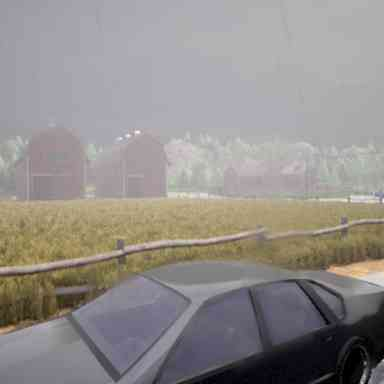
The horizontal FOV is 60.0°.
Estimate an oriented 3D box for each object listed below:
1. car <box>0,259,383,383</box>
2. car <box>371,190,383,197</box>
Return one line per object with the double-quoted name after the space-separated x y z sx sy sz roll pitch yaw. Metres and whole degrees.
0.115 1.527 3.501 5.357 1.411 2.033 -1 0 -33 "car"
40.053 0.319 68.097 2.242 1.667 4.611 -1 1 -32 "car"
